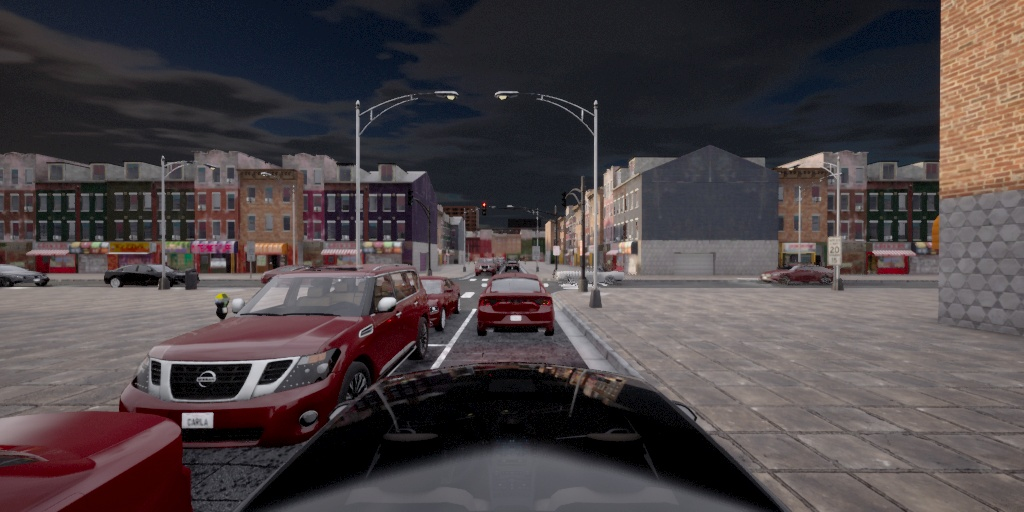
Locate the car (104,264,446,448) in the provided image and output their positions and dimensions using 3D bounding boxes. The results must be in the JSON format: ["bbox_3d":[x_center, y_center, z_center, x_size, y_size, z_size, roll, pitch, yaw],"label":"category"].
[{"bbox_3d":[-2.641,1.064,5.529,2.192,1.841,5.009,0,0,0],"label":"car"}]

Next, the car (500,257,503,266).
[{"bbox_3d":[-2.666,1.081,48.226,2.192,1.841,5.009,0,0,0],"label":"car"}]

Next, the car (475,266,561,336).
[{"bbox_3d":[0.091,1.227,10.427,1.882,1.535,5.008,0,0,0],"label":"car"}]

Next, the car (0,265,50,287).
[{"bbox_3d":[-32.607,1.266,22.845,4.674,1.442,1.812,0,0,0],"label":"car"}]

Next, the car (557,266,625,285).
[{"bbox_3d":[5.459,1.351,25.750,4.718,1.301,1.895,0,0,0],"label":"car"}]

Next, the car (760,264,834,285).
[{"bbox_3d":[20.484,1.297,25.733,4.674,1.442,1.812,0,0,0],"label":"car"}]

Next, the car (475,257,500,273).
[{"bbox_3d":[-2.659,1.073,37.372,2.192,1.841,5.009,0,0,0],"label":"car"}]

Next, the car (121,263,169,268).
[{"bbox_3d":[-22.810,1.221,22.834,5.008,1.535,1.882,0,0,0],"label":"car"}]

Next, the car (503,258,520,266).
[{"bbox_3d":[0.052,1.272,48.788,1.837,1.490,4.892,0,0,0],"label":"car"}]

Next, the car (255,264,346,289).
[{"bbox_3d":[-13.352,1.278,22.860,4.674,1.442,1.812,0,0,-1],"label":"car"}]

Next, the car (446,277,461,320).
[{"bbox_3d":[-2.644,1.294,10.963,1.888,1.381,4.507,0,0,0],"label":"car"}]
